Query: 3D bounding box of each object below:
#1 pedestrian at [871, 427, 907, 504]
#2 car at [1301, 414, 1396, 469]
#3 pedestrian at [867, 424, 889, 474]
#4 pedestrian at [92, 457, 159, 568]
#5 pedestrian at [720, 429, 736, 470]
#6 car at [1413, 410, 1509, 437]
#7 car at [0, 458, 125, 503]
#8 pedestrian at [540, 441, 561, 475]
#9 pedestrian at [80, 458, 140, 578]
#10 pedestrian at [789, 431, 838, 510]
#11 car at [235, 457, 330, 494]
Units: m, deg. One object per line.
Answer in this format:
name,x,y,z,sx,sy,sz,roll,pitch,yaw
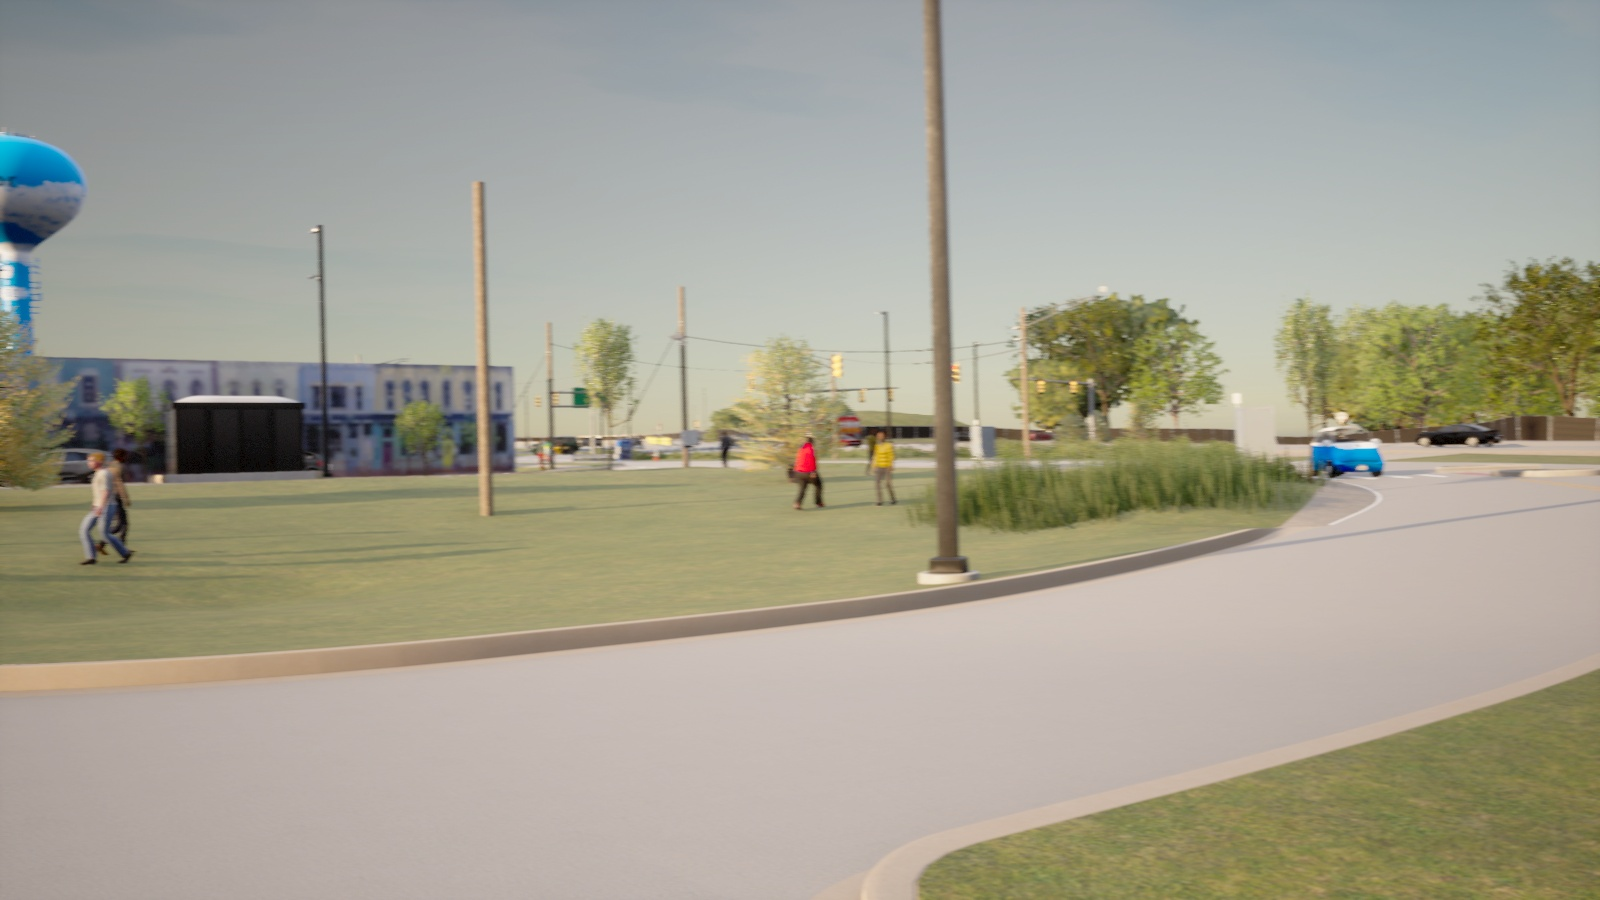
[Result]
pedestrian,2.155,0.372,30.341,0.431,1.840,0.709,-3,-1,43
car,14.759,-0.227,33.867,1.481,1.376,2.207,-2,0,-3
pedestrian,2.936,-0.034,47.242,0.431,1.840,0.709,-2,-1,-33
pedestrian,-11.373,1.041,21.180,0.328,1.805,0.869,-3,-1,43
pedestrian,-3.510,-0.010,61.365,0.423,1.949,0.788,-2,-1,-26
car,41.559,-1.671,79.037,1.882,1.535,5.008,-2,1,-34
car,-31.172,1.271,52.836,4.611,1.667,2.242,-2,-1,-34
pedestrian,-14.274,0.456,71.899,0.659,1.952,0.873,-3,-1,30
pedestrian,-10.866,1.053,19.771,0.706,1.836,0.354,-2,-1,-42
pedestrian,0.321,0.492,29.959,0.899,1.844,0.634,-2,-1,-41
car,-23.819,1.179,57.858,3.705,1.549,1.789,-2,-1,-34
